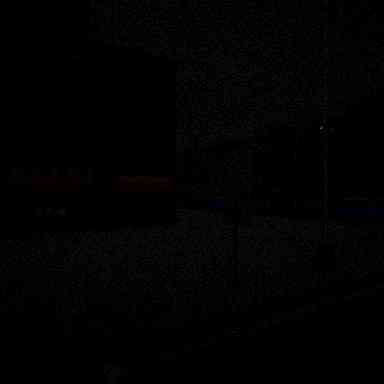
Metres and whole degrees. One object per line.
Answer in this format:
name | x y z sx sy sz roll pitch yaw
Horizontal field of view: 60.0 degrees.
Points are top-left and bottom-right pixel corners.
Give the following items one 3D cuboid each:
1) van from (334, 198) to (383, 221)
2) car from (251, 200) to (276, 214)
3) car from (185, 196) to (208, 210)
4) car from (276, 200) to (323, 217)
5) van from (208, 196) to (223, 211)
van | 13.790 1.401 27.394 1.690 1.788 3.998 0 0 -36
car | 7.421 1.531 36.302 1.967 1.590 4.097 0 0 -36
car | 1.052 1.440 45.208 2.192 1.841 5.009 0 0 -36
car | 10.606 1.515 31.847 1.967 1.590 4.097 0 0 -36
van | 4.236 1.449 40.756 1.690 1.788 3.998 0 0 -36
